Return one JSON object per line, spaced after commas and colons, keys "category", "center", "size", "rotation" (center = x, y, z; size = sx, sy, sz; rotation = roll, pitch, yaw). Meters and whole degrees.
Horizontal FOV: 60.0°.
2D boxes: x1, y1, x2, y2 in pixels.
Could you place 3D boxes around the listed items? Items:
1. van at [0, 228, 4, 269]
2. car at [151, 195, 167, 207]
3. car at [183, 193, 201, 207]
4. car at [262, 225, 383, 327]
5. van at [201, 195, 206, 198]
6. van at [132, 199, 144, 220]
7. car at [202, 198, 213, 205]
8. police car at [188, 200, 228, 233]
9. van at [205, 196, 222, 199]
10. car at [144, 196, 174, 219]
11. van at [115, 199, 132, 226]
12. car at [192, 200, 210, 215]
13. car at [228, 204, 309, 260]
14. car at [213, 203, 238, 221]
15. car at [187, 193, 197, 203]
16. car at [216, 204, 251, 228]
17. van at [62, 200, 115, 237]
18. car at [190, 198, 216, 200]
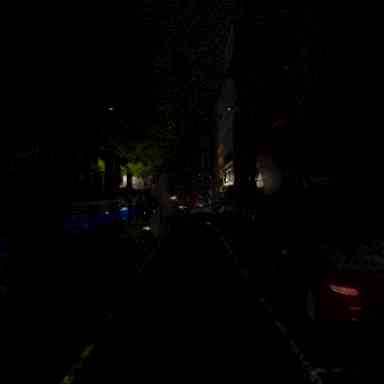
{"category": "van", "center": [-5.669, 1.375, 6.868], "size": [1.690, 1.788, 3.998], "rotation": [0, 0, 0]}
{"category": "car", "center": [-5.657, 1.537, 57.789], "size": [2.192, 1.841, 5.009], "rotation": [0, 0, 0]}
{"category": "car", "center": [0.011, 1.438, 55.981], "size": [2.150, 2.045, 5.566], "rotation": [0, 0, 0]}
{"category": "car", "center": [2.857, 1.615, 6.883], "size": [1.802, 1.307, 4.206], "rotation": [0, 0, 0]}
{"category": "van", "center": [2.867, 1.563, 57.828], "size": [1.690, 1.788, 3.998], "rotation": [0, 0, 0]}
{"category": "van", "center": [-5.664, 1.469, 29.500], "size": [1.690, 1.788, 3.998], "rotation": [0, 0, 0]}
{"category": "car", "center": [2.869, 1.803, 63.487], "size": [1.947, 1.339, 4.313], "rotation": [0, 0, 0]}
{"category": "police car", "center": [0.904, 1.518, 20.608], "size": [1.930, 1.638, 5.238], "rotation": [0, 0, 0]}
{"category": "van", "center": [2.863, 1.509, 40.846], "size": [1.690, 1.788, 3.998], "rotation": [0, 0, 0]}
{"category": "car", "center": [-3.092, 1.354, 30.706], "size": [2.150, 2.045, 5.566], "rotation": [0, 0, 0]}
{"category": "van", "center": [-5.666, 1.447, 23.841], "size": [1.690, 1.788, 3.998], "rotation": [0, 0, 0]}
{"category": "car", "center": [0.908, 1.679, 36.498], "size": [1.812, 1.442, 4.674], "rotation": [0, 0, 0]}
{"category": "car", "center": [2.857, 1.373, 12.544], "size": [2.192, 1.841, 5.009], "rotation": [0, 0, 0]}
{"category": "car", "center": [2.862, 1.709, 29.524], "size": [1.802, 1.307, 4.206], "rotation": [0, 0, 0]}
{"category": "car", "center": [0.014, 1.339, 71.088], "size": [2.150, 2.045, 5.566], "rotation": [0, 0, 0]}
{"category": "car", "center": [2.860, 1.650, 23.864], "size": [1.887, 1.381, 4.507], "rotation": [0, 0, 0]}
{"category": "van", "center": [-5.666, 1.424, 18.184], "size": [1.690, 1.788, 3.998], "rotation": [0, 0, 0]}
{"category": "car", "center": [0.906, 1.587, 30.687], "size": [1.801, 1.575, 5.366], "rotation": [0, 0, 0]}
